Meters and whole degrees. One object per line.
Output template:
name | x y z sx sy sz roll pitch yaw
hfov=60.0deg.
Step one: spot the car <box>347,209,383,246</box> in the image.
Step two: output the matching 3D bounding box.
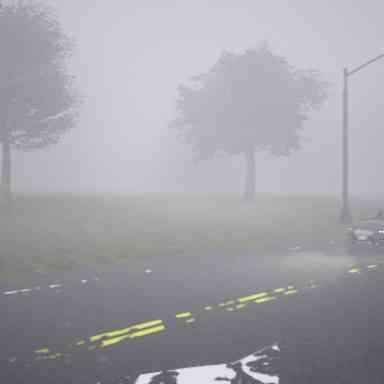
car | 8.580 1.491 14.163 4.902 1.511 2.128 0 0 -34
